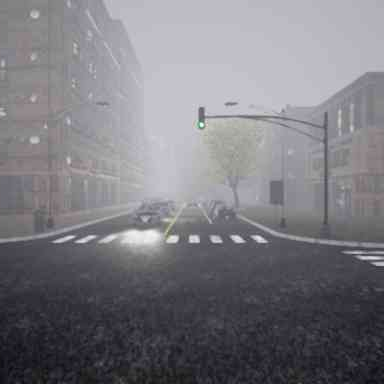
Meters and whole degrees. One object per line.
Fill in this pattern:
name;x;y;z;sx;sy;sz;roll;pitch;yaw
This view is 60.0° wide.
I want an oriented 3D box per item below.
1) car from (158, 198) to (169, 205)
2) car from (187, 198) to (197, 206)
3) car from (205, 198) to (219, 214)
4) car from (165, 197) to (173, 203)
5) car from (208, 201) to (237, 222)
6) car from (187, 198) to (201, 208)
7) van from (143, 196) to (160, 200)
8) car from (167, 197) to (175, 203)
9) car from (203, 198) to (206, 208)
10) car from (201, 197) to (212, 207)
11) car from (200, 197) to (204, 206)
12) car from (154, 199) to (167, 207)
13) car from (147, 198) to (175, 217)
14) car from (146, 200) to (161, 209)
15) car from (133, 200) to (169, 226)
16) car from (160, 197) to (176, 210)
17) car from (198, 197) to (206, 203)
car;-5.731;1.969;67.261;2.008;1.369;4.403;0;0;0
car;-0.009;1.883;65.422;1.882;1.535;5.008;0;0;0
car;2.670;1.630;33.085;1.967;1.590;4.097;0;0;0
car;-5.742;2.070;84.181;1.752;1.417;4.829;0;0;0
car;2.673;1.705;27.387;2.008;1.369;4.403;0;0;0
car;0.068;1.931;54.840;1.895;1.301;4.718;0;0;0
van;-5.718;1.601;44.475;1.690;1.788;3.998;0;0;0
car;-5.745;2.134;90.048;1.887;1.381;4.507;0;0;0
car;2.666;1.665;38.781;1.967;1.590;4.097;0;0;0
car;2.652;1.817;61.568;1.967;1.590;4.097;0;0;0
car;2.656;1.888;55.871;2.008;1.369;4.403;0;0;0
car;-5.728;1.942;61.565;1.947;1.339;4.313;0;0;0
car;-3.114;1.673;34.043;1.882;1.535;5.008;0;0;0
car;-5.721;1.879;50.171;1.802;1.307;4.206;0;0;0
car;-3.116;1.628;24.595;2.128;1.511;4.902;0;0;0
car;-3.113;1.784;44.140;1.812;1.442;4.674;0;0;0
car;2.636;2.141;90.051;2.008;1.369;4.403;0;0;0
